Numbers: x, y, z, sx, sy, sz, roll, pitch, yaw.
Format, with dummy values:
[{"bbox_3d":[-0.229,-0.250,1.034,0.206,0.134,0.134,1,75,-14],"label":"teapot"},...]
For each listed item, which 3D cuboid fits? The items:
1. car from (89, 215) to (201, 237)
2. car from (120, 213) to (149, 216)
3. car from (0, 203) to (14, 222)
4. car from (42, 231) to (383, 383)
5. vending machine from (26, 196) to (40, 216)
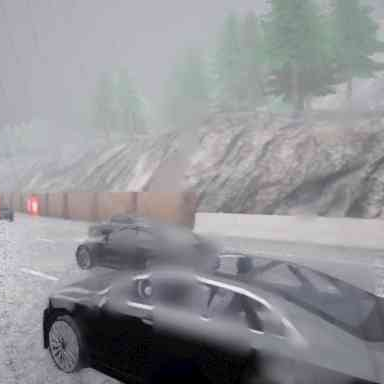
[{"bbox_3d":[-1.401,1.592,9.545,4.674,1.442,1.812,0,0,38],"label":"car"},{"bbox_3d":[-2.888,1.670,15.233,4.181,1.385,1.994,0,0,39],"label":"car"},{"bbox_3d":[-16.484,1.709,27.838,2.128,1.511,4.902,0,0,-44],"label":"car"},{"bbox_3d":[0.117,1.518,4.009,4.902,1.511,2.128,0,0,36],"label":"car"},{"bbox_3d":[-16.899,1.463,35.368,1.100,2.100,0.880,0,-1,-42],"label":"vending machine"}]
